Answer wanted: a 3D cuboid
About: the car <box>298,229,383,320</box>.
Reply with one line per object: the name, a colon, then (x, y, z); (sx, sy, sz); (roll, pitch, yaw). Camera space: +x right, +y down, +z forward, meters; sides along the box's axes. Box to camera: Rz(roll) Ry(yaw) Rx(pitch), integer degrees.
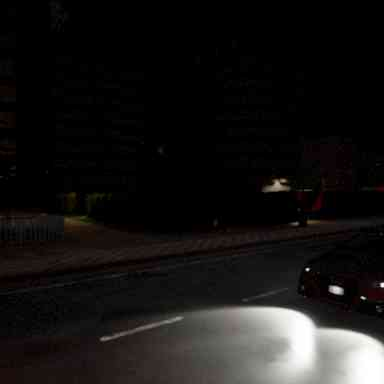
car: (4.139, 1.513, 6.959); (4.181, 1.385, 1.994); (-1, 0, -35)
